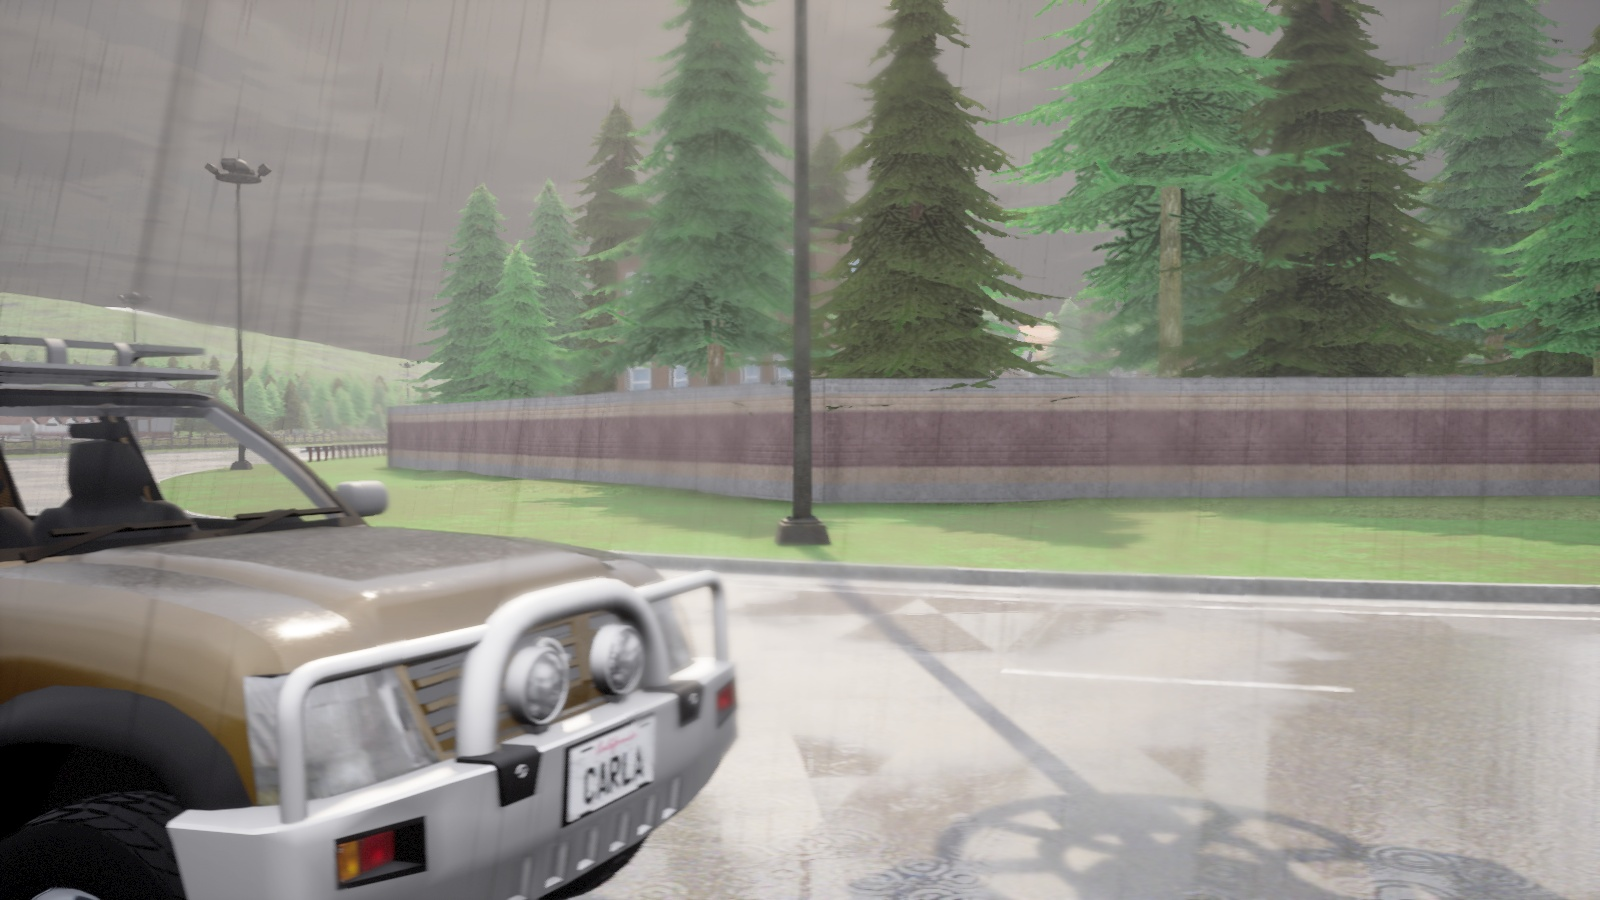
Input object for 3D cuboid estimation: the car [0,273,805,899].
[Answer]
[{"bbox_3d":[-2.481,0.572,4.077,4.605,1.855,1.932,1,1,24],"label":"car"}]
